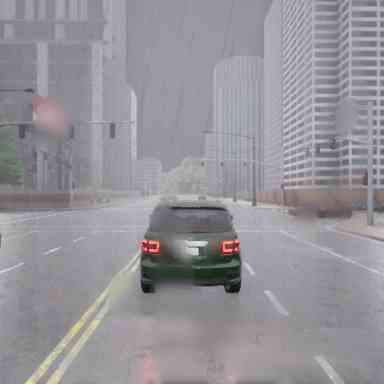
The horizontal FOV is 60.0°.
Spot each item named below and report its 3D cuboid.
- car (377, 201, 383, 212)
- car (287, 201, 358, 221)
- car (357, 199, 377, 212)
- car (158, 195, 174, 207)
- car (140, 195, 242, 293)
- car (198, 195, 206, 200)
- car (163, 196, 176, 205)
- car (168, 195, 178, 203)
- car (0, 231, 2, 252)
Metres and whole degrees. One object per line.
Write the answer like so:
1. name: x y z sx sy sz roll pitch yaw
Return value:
1. car: 22.134 1.477 33.882 5.008 1.535 1.882 0 0 -1
2. car: 10.217 1.601 26.517 4.718 1.301 1.895 0 0 -1
3. car: 19.466 1.547 37.347 5.357 1.411 2.033 0 0 -1
4. car: -4.026 1.352 52.238 2.097 1.767 4.553 0 0 0
5. car: -0.021 1.221 8.980 2.150 2.045 5.566 0 0 0
6. car: 2.737 1.500 90.590 1.837 1.490 4.892 0 0 0
7. car: -4.082 1.547 61.861 2.033 1.411 5.357 0 0 0
8. car: -4.105 1.500 72.166 1.837 1.490 4.892 0 0 0
9. car: -7.151 1.505 9.007 1.837 1.490 4.892 0 0 0
